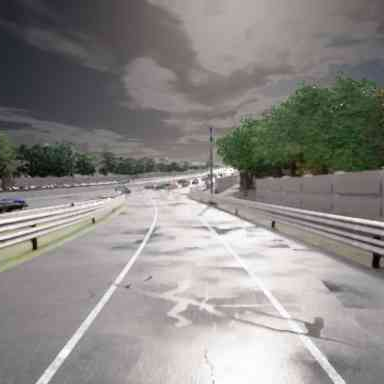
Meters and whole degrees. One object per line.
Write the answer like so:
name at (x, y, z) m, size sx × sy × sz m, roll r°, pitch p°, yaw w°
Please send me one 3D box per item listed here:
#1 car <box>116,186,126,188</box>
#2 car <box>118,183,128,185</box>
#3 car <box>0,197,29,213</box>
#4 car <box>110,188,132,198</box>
car at (-14.213, -0.042, 69.079) m, size 2.033 × 1.411 × 5.357 m, roll 1°, pitch 3°, yaw 11°
car at (-16.259, -0.638, 76.739) m, size 2.097 × 1.767 × 4.553 m, roll 1°, pitch 3°, yaw 11°
car at (-20.460, 1.665, 36.984) m, size 1.895 × 1.301 × 4.718 m, roll 1°, pitch 3°, yaw 11°
car at (-12.776, 0.496, 58.268) m, size 1.812 × 1.442 × 4.674 m, roll 0°, pitch 3°, yaw 11°
